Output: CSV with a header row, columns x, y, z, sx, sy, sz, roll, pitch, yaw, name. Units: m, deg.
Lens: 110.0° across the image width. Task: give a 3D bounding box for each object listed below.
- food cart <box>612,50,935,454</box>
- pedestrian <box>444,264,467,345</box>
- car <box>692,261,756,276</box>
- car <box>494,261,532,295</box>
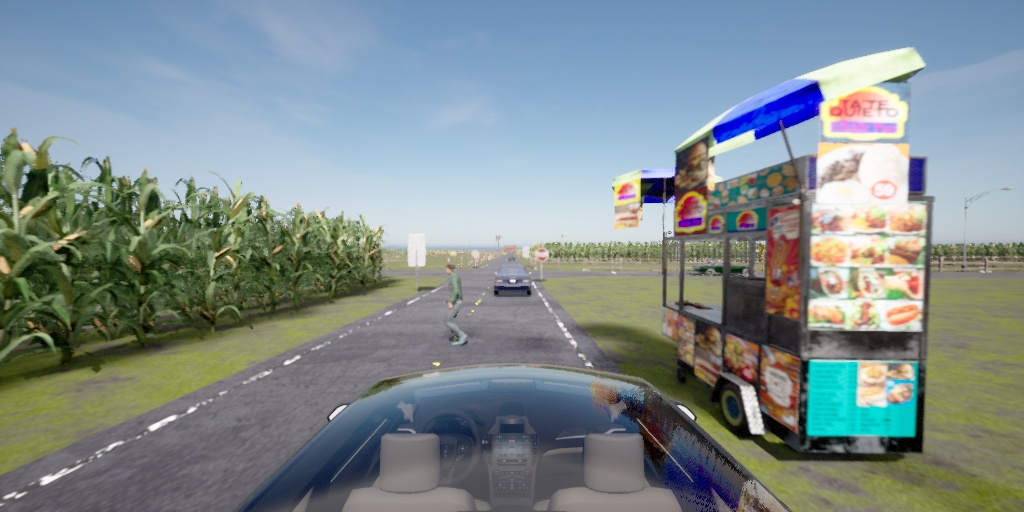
x,y,z,sx,sy,sz,roll,pitch,yaw,name
3.125,0.187,5.132,2.280,3.560,4.660,0,0,0,food cart
-1.241,0.994,7.717,0.375,1.860,0.375,-1,1,-3,pedestrian
18.753,1.066,31.863,4.718,1.301,1.895,0,1,7,car
0.054,1.154,18.722,2.033,1.411,5.357,0,1,1,car
